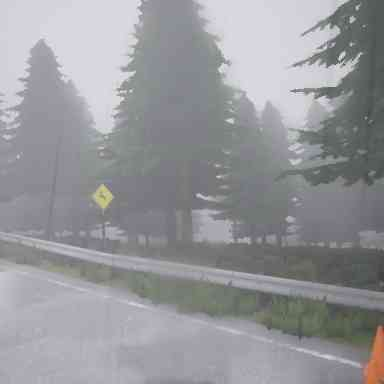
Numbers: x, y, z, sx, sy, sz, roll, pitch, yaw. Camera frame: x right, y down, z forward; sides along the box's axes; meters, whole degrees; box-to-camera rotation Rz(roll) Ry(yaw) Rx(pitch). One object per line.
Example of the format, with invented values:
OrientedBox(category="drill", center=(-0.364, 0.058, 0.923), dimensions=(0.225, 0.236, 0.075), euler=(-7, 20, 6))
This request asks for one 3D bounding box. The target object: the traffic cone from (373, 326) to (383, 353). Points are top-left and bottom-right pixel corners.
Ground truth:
OrientedBox(category="traffic cone", center=(2.327, 1.956, 4.109), dimensions=(0.340, 0.580, 0.340), euler=(0, 0, 34))

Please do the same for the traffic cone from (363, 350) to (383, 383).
OrientedBox(category="traffic cone", center=(1.783, 1.956, 3.273), dimensions=(0.340, 0.580, 0.340), euler=(0, 0, 33))
